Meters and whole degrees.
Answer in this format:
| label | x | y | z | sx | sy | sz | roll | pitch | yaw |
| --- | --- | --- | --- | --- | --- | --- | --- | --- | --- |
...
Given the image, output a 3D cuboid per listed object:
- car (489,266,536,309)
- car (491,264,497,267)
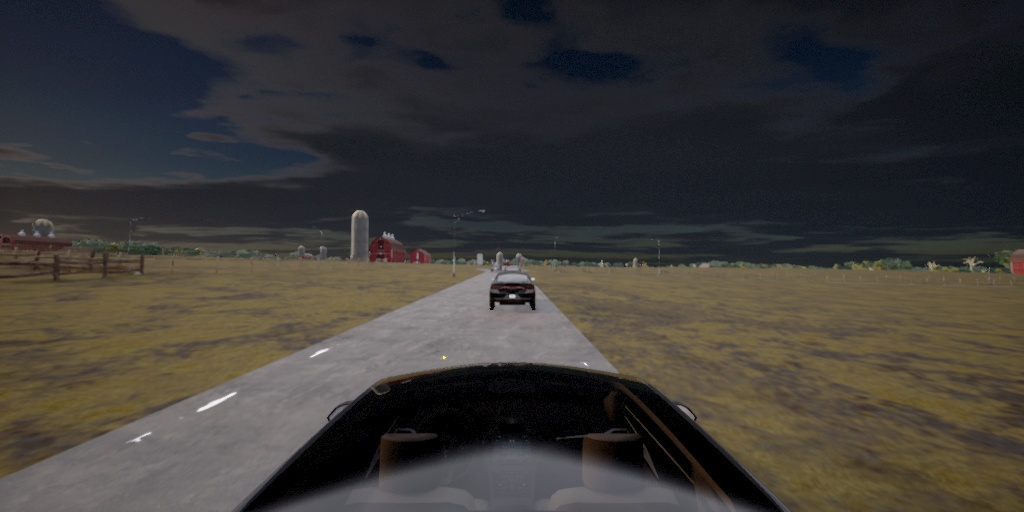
| label | x | y | z | sx | sy | sz | roll | pitch | yaw |
| --- | --- | --- | --- | --- | --- | --- | --- | --- | --- |
| car | 0.040 | 1.406 | 16.112 | 1.882 | 1.535 | 5.008 | 0 | 0 | 1 |
| car | -2.729 | 2.057 | 62.425 | 2.128 | 1.511 | 4.902 | 0 | -1 | 0 |
